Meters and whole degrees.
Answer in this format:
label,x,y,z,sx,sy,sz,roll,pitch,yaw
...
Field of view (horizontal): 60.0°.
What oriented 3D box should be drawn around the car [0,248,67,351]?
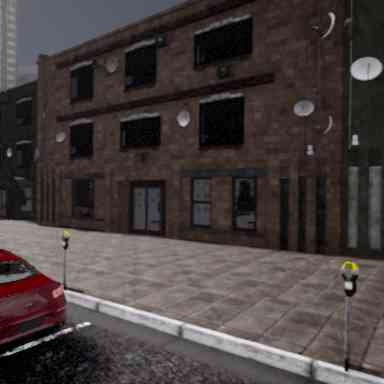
label,x,y,z,sx,sy,sz,roll,pitch,yaw
car,-3.807,1.607,5.585,4.206,1.307,1.802,0,1,36
